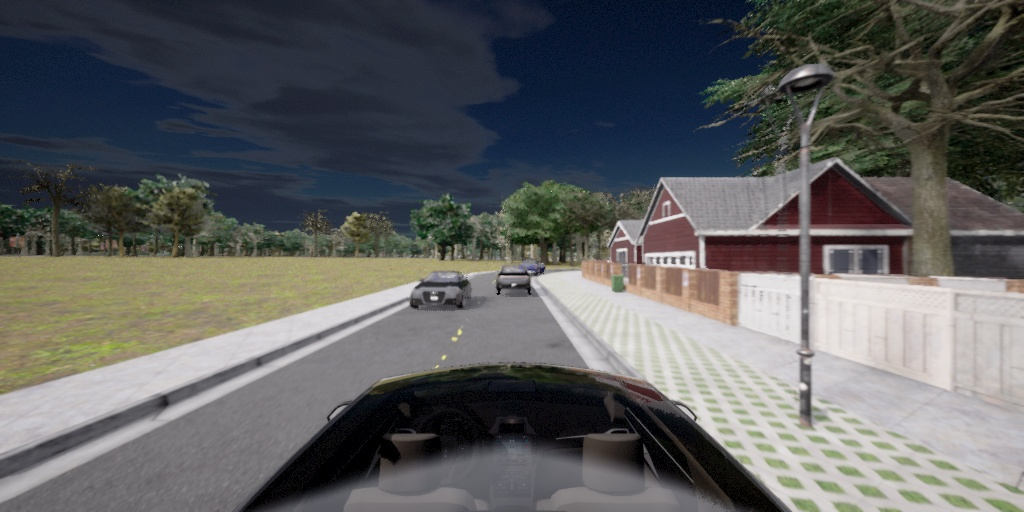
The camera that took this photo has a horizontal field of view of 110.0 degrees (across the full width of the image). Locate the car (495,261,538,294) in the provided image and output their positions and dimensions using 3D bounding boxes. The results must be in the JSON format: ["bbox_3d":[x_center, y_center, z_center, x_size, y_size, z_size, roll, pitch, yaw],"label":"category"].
[{"bbox_3d":[0.093,1.236,20.082,2.128,1.511,4.902,0,0,0],"label":"car"}]

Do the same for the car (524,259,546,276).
[{"bbox_3d":[2.257,1.146,38.483,2.097,1.767,4.553,0,0,17],"label":"car"}]

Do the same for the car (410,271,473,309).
[{"bbox_3d":[-2.780,1.311,14.807,1.994,1.385,4.181,0,0,0],"label":"car"}]
